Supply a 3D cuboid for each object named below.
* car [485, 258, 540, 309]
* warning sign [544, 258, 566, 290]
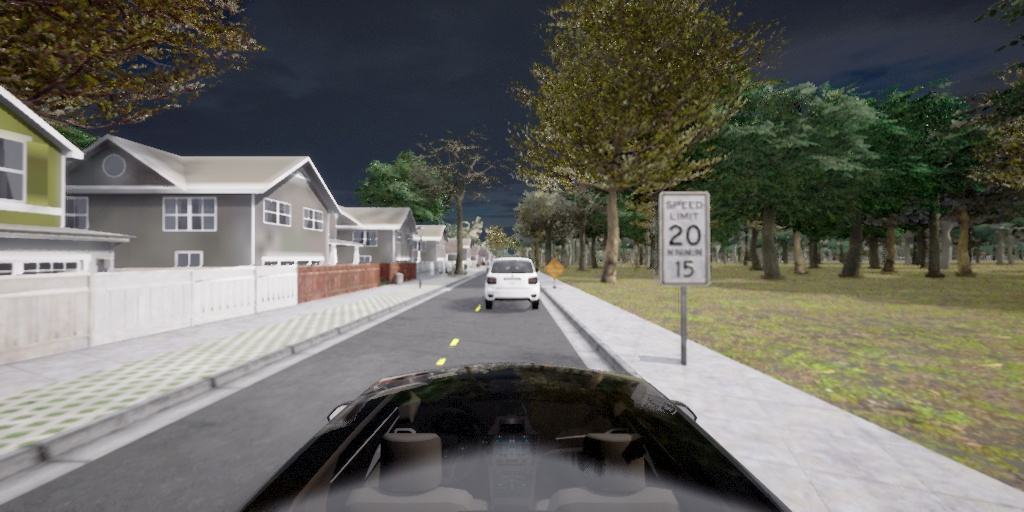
[{"bbox_3d":[0.012,1.099,15.861,2.150,2.045,5.566,0,0,0],"label":"car"},{"bbox_3d":[2.533,1.050,21.307,1.300,1.860,1.060,0,0,0],"label":"warning sign"}]
